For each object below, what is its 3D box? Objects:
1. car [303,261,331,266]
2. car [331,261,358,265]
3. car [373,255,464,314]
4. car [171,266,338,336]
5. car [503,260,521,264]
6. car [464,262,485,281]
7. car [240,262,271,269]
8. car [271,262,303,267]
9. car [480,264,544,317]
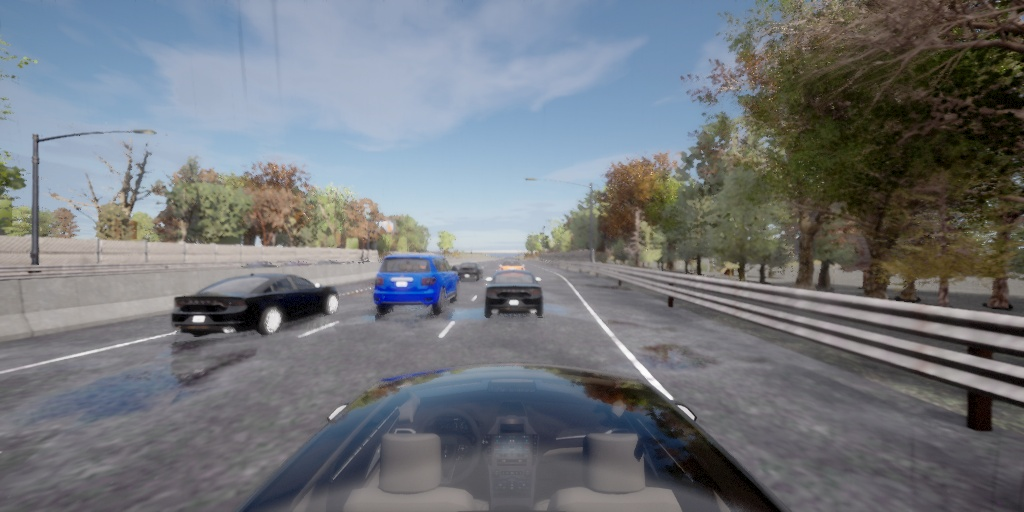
[{"bbox_3d":[-21.196,1.293,40.895,1.837,1.490,4.892,0,0,0],"label":"car"},{"bbox_3d":[-17.699,1.387,39.789,1.895,1.301,4.718,0,0,0],"label":"car"},{"bbox_3d":[-3.439,0.978,13.856,2.150,2.045,5.566,0,0,0],"label":"car"},{"bbox_3d":[-6.939,1.232,10.426,1.882,1.535,5.008,0,0,0],"label":"car"},{"bbox_3d":[0.014,1.125,29.981,2.097,1.767,4.553,0,0,0],"label":"car"},{"bbox_3d":[-3.485,1.279,30.233,1.837,1.490,4.892,0,0,0],"label":"car"},{"bbox_3d":[-28.120,1.350,39.881,1.994,1.385,4.181,0,0,-1],"label":"car"},{"bbox_3d":[-24.694,1.352,40.731,1.994,1.385,4.181,0,0,0],"label":"car"},{"bbox_3d":[0.062,1.235,13.204,1.882,1.535,5.008,0,0,0],"label":"car"}]
